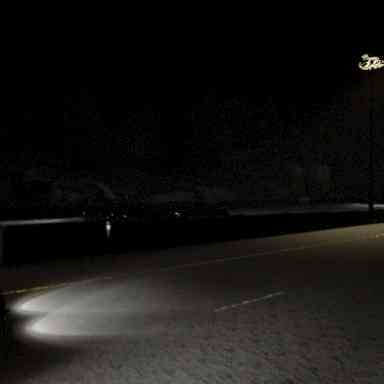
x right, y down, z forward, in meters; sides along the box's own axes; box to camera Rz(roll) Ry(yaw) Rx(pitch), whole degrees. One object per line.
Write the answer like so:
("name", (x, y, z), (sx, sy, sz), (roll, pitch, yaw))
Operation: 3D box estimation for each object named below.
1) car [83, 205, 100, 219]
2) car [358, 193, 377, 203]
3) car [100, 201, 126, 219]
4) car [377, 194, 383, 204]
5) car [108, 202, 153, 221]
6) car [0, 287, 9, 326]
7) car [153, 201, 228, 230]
("car", (-6.985, 1.507, 29.106), (4.902, 1.511, 2.128), (0, 0, -36))
("car", (29.448, 1.025, 54.975), (4.553, 1.767, 2.097), (-1, 1, -35))
("car", (-4.238, 1.563, 26.765), (5.357, 1.411, 2.033), (0, 0, -36))
("car", (31.435, 1.299, 52.093), (4.718, 1.301, 1.895), (-1, 1, -35))
("car", (-3.317, 1.580, 23.122), (4.181, 1.385, 1.994), (0, 0, -36))
("car", (-5.413, 1.539, 4.184), (5.357, 1.411, 2.033), (0, 0, -36))
("car", (0.153, 1.368, 21.299), (4.553, 1.767, 2.097), (0, 0, -35))
